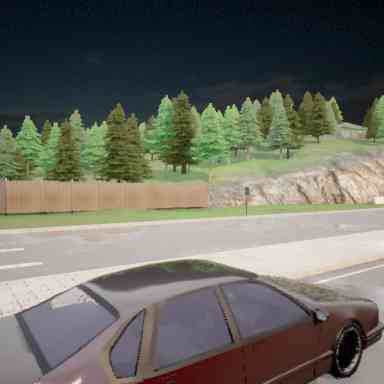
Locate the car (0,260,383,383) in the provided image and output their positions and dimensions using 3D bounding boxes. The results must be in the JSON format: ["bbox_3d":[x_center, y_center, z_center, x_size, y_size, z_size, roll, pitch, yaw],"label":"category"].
[{"bbox_3d":[0.033,1.547,3.768,5.357,1.411,2.033,0,0,-35],"label":"car"}]
